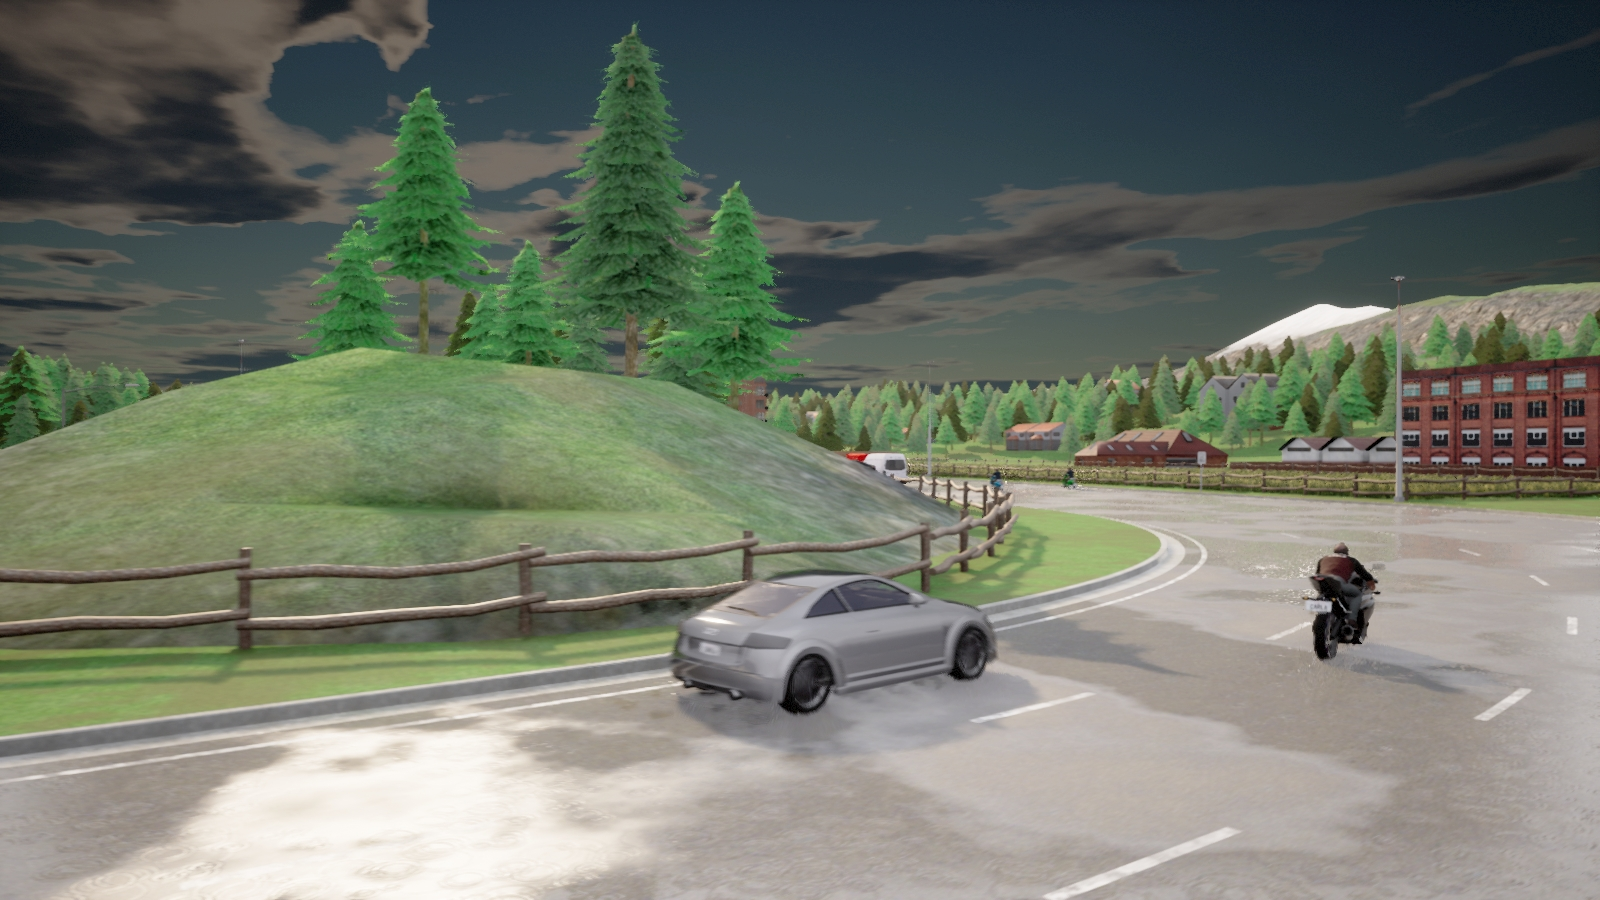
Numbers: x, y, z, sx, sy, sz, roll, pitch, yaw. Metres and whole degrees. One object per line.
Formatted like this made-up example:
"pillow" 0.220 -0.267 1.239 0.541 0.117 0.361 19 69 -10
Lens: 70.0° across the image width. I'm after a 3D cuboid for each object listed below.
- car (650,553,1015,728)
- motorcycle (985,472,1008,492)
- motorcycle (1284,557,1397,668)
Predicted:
"car" 0.501 2.123 13.711 4.181 1.385 1.994 0 0 -43
"motorcycle" 13.240 2.170 76.985 0.856 1.316 1.805 0 0 -17
"motorcycle" 7.578 2.213 15.953 0.867 1.251 2.209 -2 -1 40
